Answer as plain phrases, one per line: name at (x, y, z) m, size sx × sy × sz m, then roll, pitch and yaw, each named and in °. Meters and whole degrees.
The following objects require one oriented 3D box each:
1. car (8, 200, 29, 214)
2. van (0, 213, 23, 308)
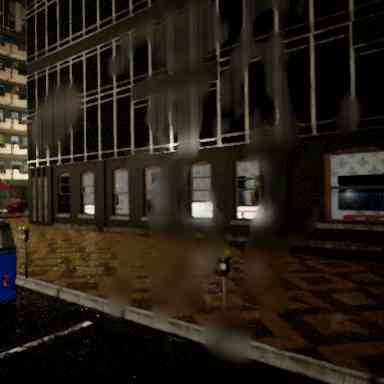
car at (-14.704, 1.375, 31.164) m, size 1.887 × 1.381 × 4.507 m, roll -1°, pitch -1°, yaw 36°
van at (-5.088, 1.334, 6.526) m, size 3.998 × 1.788 × 1.690 m, roll 0°, pitch -1°, yaw 36°
